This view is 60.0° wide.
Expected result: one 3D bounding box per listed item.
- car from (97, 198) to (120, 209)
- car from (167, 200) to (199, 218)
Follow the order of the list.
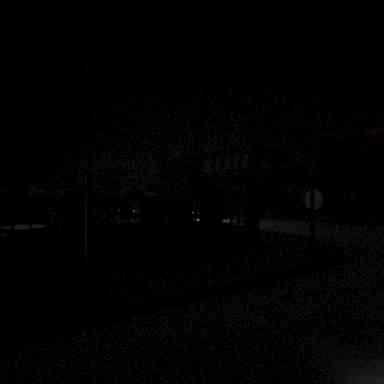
[{"bbox_3d":[-11.339,1.535,43.868,2.033,1.411,5.357,0,0,-35],"label":"car"},{"bbox_3d":[-1.301,1.492,29.699,1.837,1.490,4.892,0,0,-35],"label":"car"}]
